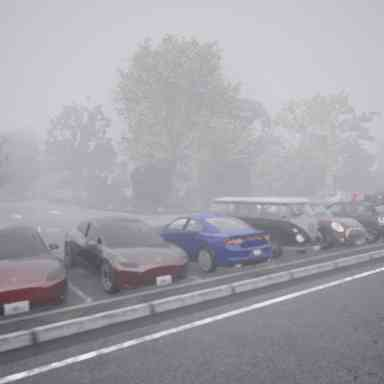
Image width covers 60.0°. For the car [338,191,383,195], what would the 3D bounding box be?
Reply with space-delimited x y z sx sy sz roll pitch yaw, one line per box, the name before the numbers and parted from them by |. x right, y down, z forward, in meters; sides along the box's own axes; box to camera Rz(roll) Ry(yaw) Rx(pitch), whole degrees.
car | 11.686 1.072 18.826 2.435 2.045 5.566 -1 0 -36

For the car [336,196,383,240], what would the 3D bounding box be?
car | 7.129 1.239 15.562 2.185 1.767 4.553 -1 0 -36

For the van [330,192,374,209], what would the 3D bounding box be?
van | 19.490 0.960 40.672 1.878 1.987 4.442 -1 0 -36

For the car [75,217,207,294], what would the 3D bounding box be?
car | -1.990 1.476 9.040 2.163 1.488 4.792 -1 0 -36

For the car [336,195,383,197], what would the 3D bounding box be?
car | 9.409 1.219 17.193 2.185 1.767 4.553 -1 0 -36

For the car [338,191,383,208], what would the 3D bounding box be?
car | 21.799 0.914 42.215 2.435 2.045 5.566 -1 0 -36

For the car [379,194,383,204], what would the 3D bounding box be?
car | 30.742 1.045 48.806 1.946 1.575 5.366 -1 1 -36

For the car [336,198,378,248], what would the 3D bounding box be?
car | 4.813 1.260 13.982 2.185 1.767 4.553 -1 0 -36

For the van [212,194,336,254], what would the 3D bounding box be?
van | 2.619 1.180 12.230 1.878 1.987 4.442 -1 0 -36

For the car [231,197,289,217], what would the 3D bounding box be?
car | 6.124 1.304 30.737 1.946 1.575 5.366 -1 0 -36

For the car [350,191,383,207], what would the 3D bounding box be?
car | 24.090 0.889 43.785 2.435 2.045 5.566 -1 0 -36

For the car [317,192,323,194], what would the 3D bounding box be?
car | 10.511 1.141 34.141 2.185 1.767 4.553 -1 0 -36

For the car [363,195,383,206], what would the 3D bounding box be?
car | 26.316 1.142 45.447 2.163 1.488 4.792 -1 0 -36

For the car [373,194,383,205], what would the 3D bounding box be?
car | 28.613 1.114 47.020 2.163 1.488 4.792 -1 0 -36

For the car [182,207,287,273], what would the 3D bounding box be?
car | 0.276 1.426 10.690 2.097 1.535 5.008 -1 0 -36

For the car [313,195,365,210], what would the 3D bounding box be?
car | 17.195 1.203 39.115 1.946 1.575 5.366 0 0 -36

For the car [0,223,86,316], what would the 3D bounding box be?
car | -4.269 1.496 7.409 2.163 1.488 4.792 -1 0 -36

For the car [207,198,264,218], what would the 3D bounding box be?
car | 3.755 1.328 29.276 2.231 1.521 4.892 -1 0 -36

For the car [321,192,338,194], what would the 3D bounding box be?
car | 15.027 0.975 37.370 2.435 2.045 5.566 -1 0 -36
